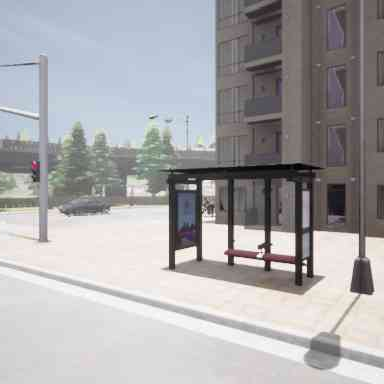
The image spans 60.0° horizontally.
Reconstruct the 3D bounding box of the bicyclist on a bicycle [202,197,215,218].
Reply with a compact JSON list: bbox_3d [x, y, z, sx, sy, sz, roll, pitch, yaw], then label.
[{"bbox_3d":[1.253,1.244,26.671,1.656,1.620,0.582,0,0,36],"label":"bicyclist on a bicycle"}]

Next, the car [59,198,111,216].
[{"bbox_3d":[-9.987,1.446,31.494,1.837,1.490,4.892,0,0,37],"label":"car"}]

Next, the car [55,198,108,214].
[{"bbox_3d":[-11.577,1.432,35.165,2.128,1.511,4.902,0,0,38],"label":"car"}]
